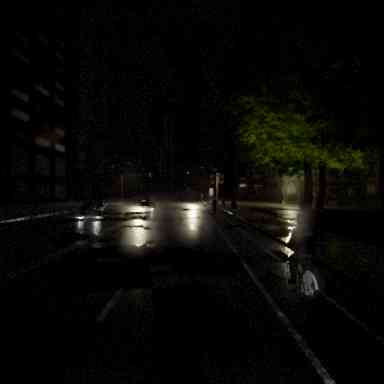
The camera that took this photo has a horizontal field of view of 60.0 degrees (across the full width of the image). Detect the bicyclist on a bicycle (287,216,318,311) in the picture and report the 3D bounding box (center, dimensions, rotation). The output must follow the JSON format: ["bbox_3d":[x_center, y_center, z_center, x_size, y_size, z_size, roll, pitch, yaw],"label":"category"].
[{"bbox_3d":[2.236,1.365,6.871,0.659,1.776,1.843,0,0,0],"label":"bicyclist on a bicycle"}]

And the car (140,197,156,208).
[{"bbox_3d":[-6.538,1.531,49.706,1.837,1.490,4.892,0,-1,1],"label":"car"}]

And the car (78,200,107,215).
[{"bbox_3d":[-9.851,1.525,33.335,1.812,1.442,4.674,0,0,0],"label":"car"}]

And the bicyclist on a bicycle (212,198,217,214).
[{"bbox_3d":[2.254,1.452,33.206,0.582,1.620,1.656,0,0,0],"label":"bicyclist on a bicycle"}]

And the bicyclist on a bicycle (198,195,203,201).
[{"bbox_3d":[2.248,1.432,73.674,0.659,1.776,1.843,0,0,0],"label":"bicyclist on a bicycle"}]
